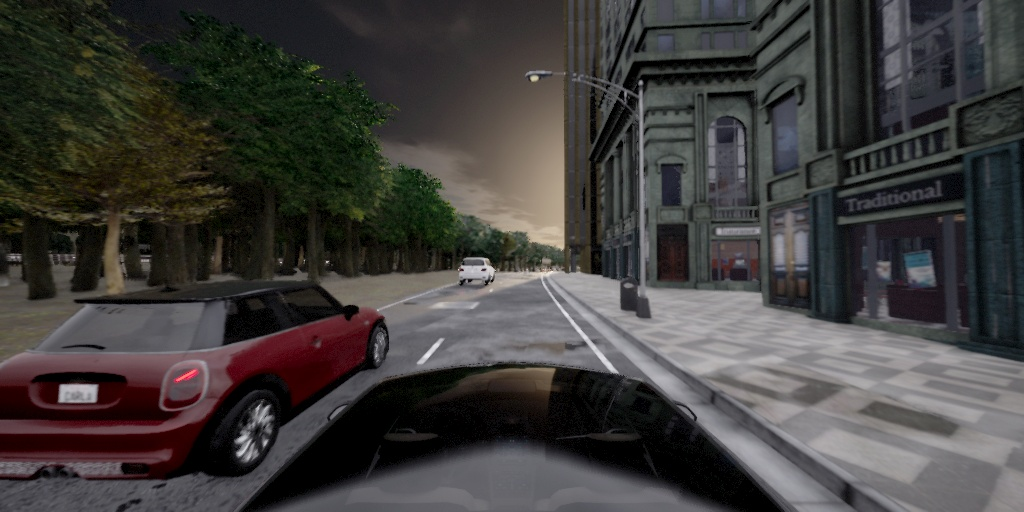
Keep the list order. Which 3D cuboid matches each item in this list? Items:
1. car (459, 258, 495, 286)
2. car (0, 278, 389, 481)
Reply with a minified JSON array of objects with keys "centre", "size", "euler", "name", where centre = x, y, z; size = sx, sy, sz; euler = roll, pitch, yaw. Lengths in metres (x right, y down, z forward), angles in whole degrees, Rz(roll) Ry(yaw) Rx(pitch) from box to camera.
[{"centre":[-2.641,1.177,27.959],"size":[2.150,2.045,5.566],"euler":[0,-1,3],"name":"car"},{"centre":[-3.376,1.108,4.934],"size":[2.097,1.767,4.553],"euler":[0,0,1],"name":"car"}]
